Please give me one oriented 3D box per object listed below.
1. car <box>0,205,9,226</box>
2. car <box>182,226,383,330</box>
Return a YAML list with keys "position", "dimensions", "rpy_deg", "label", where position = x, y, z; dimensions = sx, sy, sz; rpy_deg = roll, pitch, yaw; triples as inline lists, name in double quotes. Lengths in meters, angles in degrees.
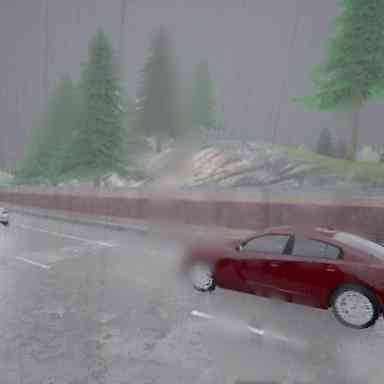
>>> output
- position: [-12.345, 1.260, 19.769]
  dimensions: [1.812, 1.442, 4.674]
  rpy_deg: [0, 1, -45]
  label: "car"
- position: [2.048, 1.449, 6.990]
  dimensions: [5.008, 1.535, 1.882]
  rpy_deg: [1, 1, 37]
  label: "car"
